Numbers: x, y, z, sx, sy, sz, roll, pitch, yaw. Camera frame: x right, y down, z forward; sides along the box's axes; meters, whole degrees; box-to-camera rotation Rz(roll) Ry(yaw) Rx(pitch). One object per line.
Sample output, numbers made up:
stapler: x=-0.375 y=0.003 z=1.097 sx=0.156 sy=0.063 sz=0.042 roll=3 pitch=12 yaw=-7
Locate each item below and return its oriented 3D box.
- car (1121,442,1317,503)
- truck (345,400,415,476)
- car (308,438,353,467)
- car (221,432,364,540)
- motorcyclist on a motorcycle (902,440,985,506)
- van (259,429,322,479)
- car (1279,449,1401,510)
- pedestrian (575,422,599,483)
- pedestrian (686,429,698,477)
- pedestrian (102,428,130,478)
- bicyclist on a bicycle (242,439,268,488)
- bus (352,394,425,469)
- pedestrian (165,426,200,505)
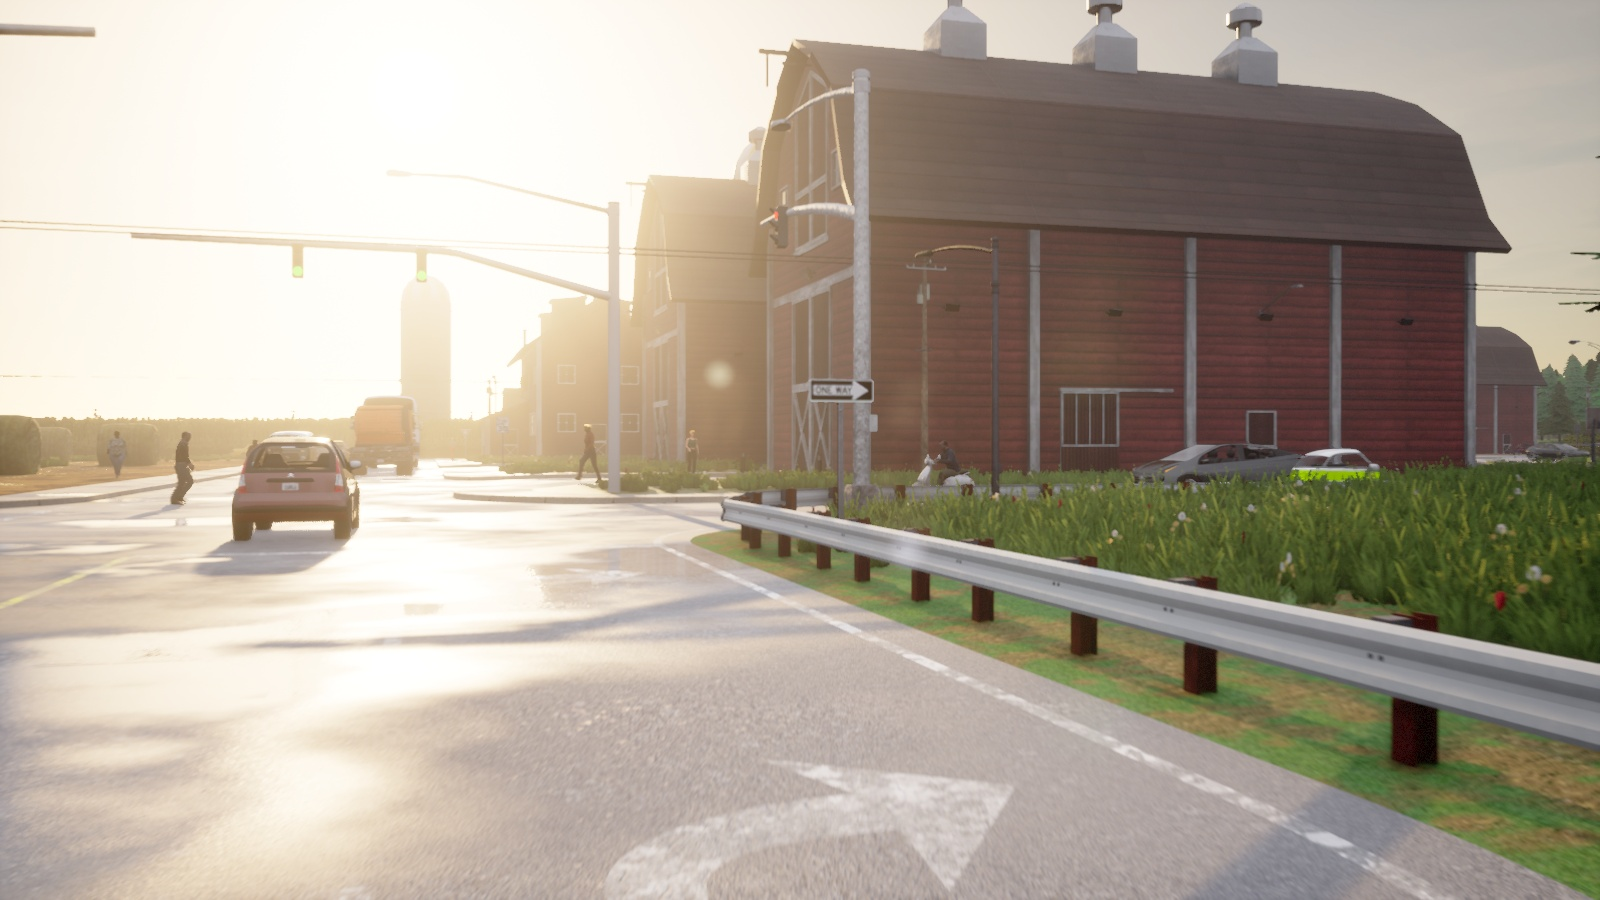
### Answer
car: x=10.924 y=0.544 z=32.827 sx=4.514 sy=1.525 sz=2.007 roll=0 pitch=0 yaw=-16
truck: x=-20.311 y=-0.615 z=61.111 sx=2.891 sy=3.462 sz=7.936 roll=-1 pitch=1 yaw=-17
car: x=-28.419 y=0.138 z=76.075 sx=2.242 sy=1.667 sz=4.611 roll=0 pitch=0 yaw=-17
car: x=-8.351 y=0.531 z=20.973 sx=1.851 sy=1.617 sz=3.988 roll=0 pitch=0 yaw=-17
motorcyclist on a motorcycle: x=3.507 y=0.556 z=30.763 sx=1.817 sy=1.590 sz=0.866 roll=0 pitch=0 yaw=-16
van: x=-21.806 y=0.148 z=53.876 sx=2.069 sy=2.038 sz=4.480 roll=0 pitch=0 yaw=-17
car: x=12.764 y=0.671 z=29.708 sx=2.207 sy=1.376 sz=1.481 roll=0 pitch=0 yaw=-16
pedestrian: x=-6.498 y=0.070 z=38.254 sx=0.636 sy=1.846 sz=0.331 roll=0 pitch=0 yaw=-43
pedestrian: x=-4.160 y=0.113 z=48.268 sx=0.345 sy=1.836 sz=0.594 roll=0 pitch=0 yaw=-16
pedestrian: x=-26.084 y=0.107 z=47.908 sx=0.874 sy=1.855 sz=0.900 roll=0 pitch=0 yaw=-25
bicyclist on a bicycle: x=-18.355 y=0.438 z=42.289 sx=0.582 sy=1.620 sz=1.656 roll=-1 pitch=1 yaw=-17
bus: x=-24.976 y=-1.080 z=76.775 sx=3.944 sy=4.253 sz=10.273 roll=0 pitch=0 yaw=-17
pedestrian: x=-14.771 y=0.367 z=30.056 sx=0.720 sy=1.854 sz=0.376 roll=0 pitch=0 yaw=-22
